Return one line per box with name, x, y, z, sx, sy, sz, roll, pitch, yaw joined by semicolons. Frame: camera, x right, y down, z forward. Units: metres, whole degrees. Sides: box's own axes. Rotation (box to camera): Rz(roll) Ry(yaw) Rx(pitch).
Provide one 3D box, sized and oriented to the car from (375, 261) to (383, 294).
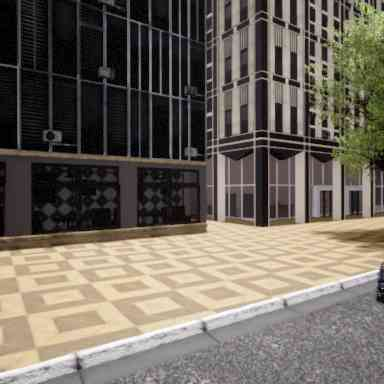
car;5.831;1.562;7.209;4.181;1.385;1.994;0;0;-35
